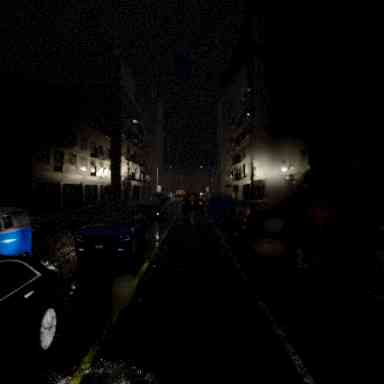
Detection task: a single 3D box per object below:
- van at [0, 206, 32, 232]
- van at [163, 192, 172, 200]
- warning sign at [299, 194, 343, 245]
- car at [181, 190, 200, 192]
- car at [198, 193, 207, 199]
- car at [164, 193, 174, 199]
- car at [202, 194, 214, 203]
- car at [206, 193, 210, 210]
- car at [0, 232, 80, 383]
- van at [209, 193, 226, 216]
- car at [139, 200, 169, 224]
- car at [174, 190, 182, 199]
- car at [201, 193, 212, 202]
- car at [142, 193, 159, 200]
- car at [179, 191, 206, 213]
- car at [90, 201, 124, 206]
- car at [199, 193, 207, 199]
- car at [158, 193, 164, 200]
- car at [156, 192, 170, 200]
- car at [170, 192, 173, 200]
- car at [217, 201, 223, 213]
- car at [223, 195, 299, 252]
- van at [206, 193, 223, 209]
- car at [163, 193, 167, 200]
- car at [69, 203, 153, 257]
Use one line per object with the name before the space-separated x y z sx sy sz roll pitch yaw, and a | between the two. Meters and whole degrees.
van | -5.406 1.283 7.883 1.690 1.788 3.998 0 0 0
van | -5.382 0.806 72.756 1.690 1.788 3.998 0 0 0
warning sign | 4.946 1.020 12.831 1.300 1.860 1.060 0 0 0
car | 0.022 0.894 44.973 2.150 2.045 5.566 0 1 0
car | 2.650 0.936 83.570 2.008 1.369 4.403 0 0 0
car | -5.380 0.976 78.164 2.008 1.369 4.403 0 0 0
car | 2.672 1.108 56.710 1.752 1.417 4.829 0 0 0
car | 2.689 1.058 34.914 2.192 1.841 5.009 0 0 0
car | -2.850 1.481 3.145 1.837 1.490 4.892 0 0 0
van | 2.694 1.124 29.508 1.690 1.788 3.998 0 0 0
car | -2.829 1.432 22.938 1.895 1.301 4.718 0 0 0
car | -2.740 0.585 76.417 2.150 2.045 5.566 0 0 0
car | 2.667 0.984 61.945 1.967 1.590 4.097 0 0 0
car | -5.394 1.230 40.152 1.752 1.417 4.829 0 0 0
car | 0.058 1.106 33.327 2.097 1.767 4.553 0 0 0
car | -5.402 1.429 18.697 1.947 1.339 4.313 0 0 0
car | 2.654 0.949 78.334 1.752 1.417 4.829 0 0 0
car | -5.392 1.214 45.727 2.008 1.369 4.403 0 0 0
car | -5.388 0.899 56.538 2.192 1.841 5.009 0 0 0
car | -5.384 1.086 67.352 1.802 1.307 4.206 0 0 0
car | 2.703 1.413 18.697 2.008 1.369 4.403 0 0 0
car | 2.707 1.217 13.289 2.192 1.841 5.009 0 0 0
van | 2.685 1.044 40.320 1.690 1.788 3.998 0 0 0
car | -5.390 1.190 51.133 1.947 1.339 4.313 0 0 0
car | -2.847 1.384 12.678 1.882 1.535 5.008 0 0 0
